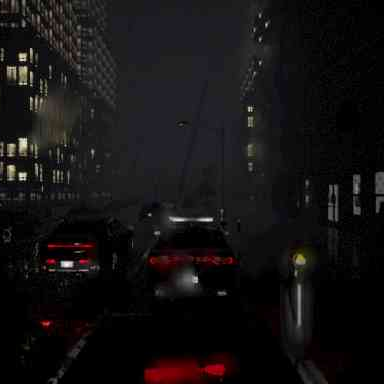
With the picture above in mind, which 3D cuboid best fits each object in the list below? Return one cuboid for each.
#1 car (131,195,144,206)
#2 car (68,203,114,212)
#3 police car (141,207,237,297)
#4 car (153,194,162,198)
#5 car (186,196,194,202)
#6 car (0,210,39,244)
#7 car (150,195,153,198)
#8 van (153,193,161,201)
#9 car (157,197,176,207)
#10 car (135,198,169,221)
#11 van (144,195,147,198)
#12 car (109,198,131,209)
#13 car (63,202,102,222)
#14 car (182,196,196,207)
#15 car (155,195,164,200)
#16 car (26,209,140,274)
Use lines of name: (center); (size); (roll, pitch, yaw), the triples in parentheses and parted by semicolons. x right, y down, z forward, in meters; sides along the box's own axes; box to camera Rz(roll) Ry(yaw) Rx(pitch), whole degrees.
car: (-8.833, 1.523, 49.953); (1.887, 1.381, 4.507); (0, 0, 0)
car: (-6.246, 1.560, 19.629); (1.994, 1.385, 4.181); (0, 0, 0)
police car: (-0.012, 1.424, 8.759); (1.930, 1.638, 5.238); (0, 0, 0)
car: (-8.832, 1.391, 78.413); (1.967, 1.590, 4.097); (0, 0, 0)
car: (-0.452, 1.533, 78.399); (1.802, 1.307, 4.206); (0, 0, 0)
car: (-8.833, 1.563, 15.800); (1.947, 1.339, 4.313); (0, 0, 0)
car: (-8.832, 1.551, 61.338); (1.802, 1.307, 4.206); (0, 0, 0)
van: (-8.831, 1.286, 84.106); (1.690, 1.788, 3.998); (0, 0, 0)
car: (-3.045, 1.585, 41.496); (1.895, 1.301, 4.718); (0, 0, 0)
car: (-3.145, 1.518, 27.141); (1.812, 1.442, 4.674); (0, 0, 0)
van: (-8.832, 1.315, 55.646); (1.690, 1.788, 3.998); (0, 0, 0)
car: (-8.833, 1.537, 38.569); (2.008, 1.369, 4.403); (0, 0, 0)
car: (-8.832, 1.575, 27.183); (1.802, 1.307, 4.206); (0, 0, 0)
car: (-0.452, 1.548, 44.248); (1.947, 1.339, 4.313); (0, 0, 0)
car: (-8.832, 1.504, 89.799); (1.947, 1.339, 4.313); (0, 0, 0)
car: (-3.046, 1.504, 10.523); (1.837, 1.490, 4.892); (0, 0, 0)
